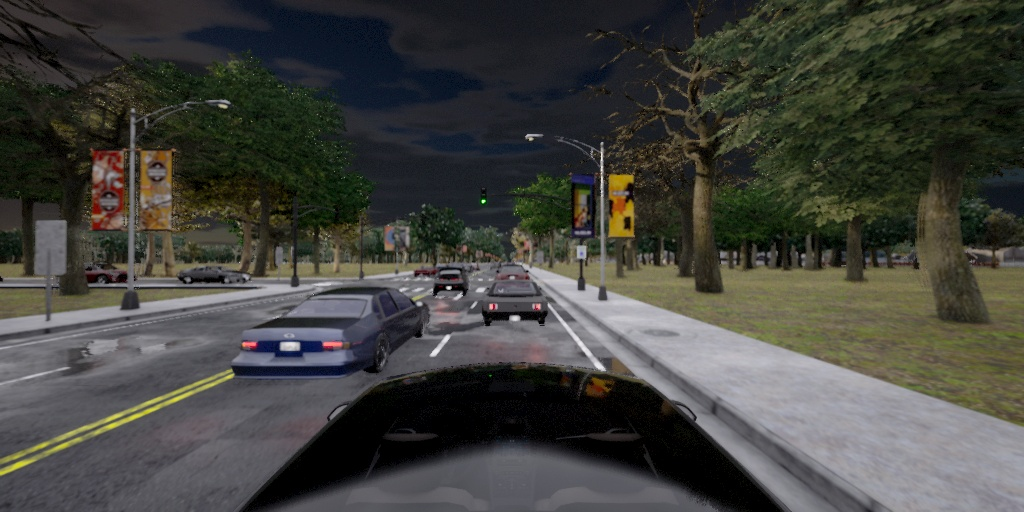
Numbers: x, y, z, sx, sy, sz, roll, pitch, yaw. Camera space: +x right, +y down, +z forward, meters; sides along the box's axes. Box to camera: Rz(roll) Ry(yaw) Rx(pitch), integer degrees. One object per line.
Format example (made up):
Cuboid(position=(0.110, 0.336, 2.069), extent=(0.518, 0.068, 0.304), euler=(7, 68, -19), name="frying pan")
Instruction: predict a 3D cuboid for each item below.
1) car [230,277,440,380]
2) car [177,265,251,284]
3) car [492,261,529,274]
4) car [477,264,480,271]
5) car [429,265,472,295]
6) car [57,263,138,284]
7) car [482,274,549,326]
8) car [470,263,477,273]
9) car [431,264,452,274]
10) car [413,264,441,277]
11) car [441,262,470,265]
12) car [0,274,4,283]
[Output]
Cuboid(position=(-3.160, 1.357, 7.605), extent=(2.033, 1.411, 5.357), euler=(0, -1, 0), name="car")
Cuboid(position=(-23.000, 1.484, 27.831), extent=(4.902, 1.511, 2.128), euler=(0, -1, 0), name="car")
Cuboid(position=(0.036, 1.315, 22.988), extent=(2.097, 1.767, 4.553), euler=(0, -1, 0), name="car")
Cuboid(position=(-6.701, 1.908, 62.497), extent=(1.812, 1.442, 4.674), euler=(0, -1, 0), name="car")
Cuboid(position=(-3.533, 1.452, 21.327), extent=(1.837, 1.490, 4.892), euler=(0, -1, -5), name="car")
Cuboid(position=(-32.040, 1.335, 27.817), extent=(4.553, 1.767, 2.097), euler=(0, -1, 0), name="car")
Cuboid(position=(0.080, 1.455, 12.139), extent=(1.895, 1.301, 4.718), euler=(0, -1, 0), name="car")
Cuboid(position=(-6.709, 1.762, 52.262), extent=(2.128, 1.511, 4.902), euler=(0, -1, 0), name="car")
Cuboid(position=(-9.959, 1.805, 51.095), extent=(2.033, 1.411, 5.357), euler=(0, -1, 0), name="car")
Cuboid(position=(-9.939, 1.756, 41.443), extent=(1.895, 1.301, 4.718), euler=(0, -1, 0), name="car")
Cuboid(position=(-6.691, 1.662, 42.926), extent=(2.128, 1.511, 4.902), euler=(0, -1, 0), name="car")
Cuboid(position=(-42.512, 1.538, 27.817), extent=(4.181, 1.385, 1.994), euler=(0, -1, 1), name="car")
